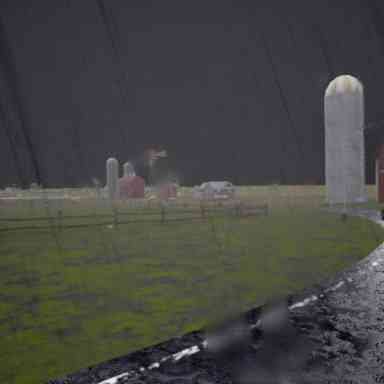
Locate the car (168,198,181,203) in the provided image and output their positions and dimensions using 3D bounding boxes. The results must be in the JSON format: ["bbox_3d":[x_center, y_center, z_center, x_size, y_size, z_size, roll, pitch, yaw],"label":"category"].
[{"bbox_3d":[-5.024,2.366,93.752,1.882,1.535,5.008,-1,0,-33],"label":"car"}]

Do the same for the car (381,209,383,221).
[{"bbox_3d":[15.030,1.537,23.985,1.994,1.385,4.181,-1,0,20],"label":"car"}]
